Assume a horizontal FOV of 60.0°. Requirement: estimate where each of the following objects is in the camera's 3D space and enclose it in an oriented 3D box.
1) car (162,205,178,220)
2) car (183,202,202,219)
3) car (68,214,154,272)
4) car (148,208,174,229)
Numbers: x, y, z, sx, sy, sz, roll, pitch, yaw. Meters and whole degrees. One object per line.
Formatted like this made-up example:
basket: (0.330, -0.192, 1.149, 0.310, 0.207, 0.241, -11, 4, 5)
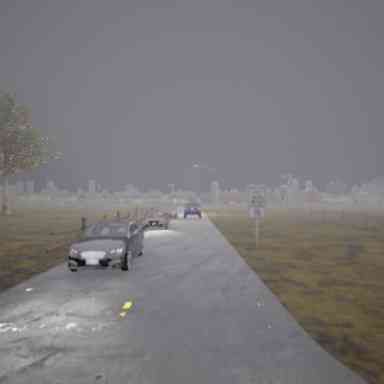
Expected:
car: (-2.744, 2.293, 38.590, 2.097, 1.767, 4.553, -1, -1, 0)
car: (0.075, 2.207, 41.540, 2.150, 2.045, 5.566, -1, -1, 0)
car: (-2.837, 1.778, 11.931, 2.128, 1.511, 4.902, -1, -1, 0)
car: (-2.793, 2.206, 26.547, 1.994, 1.385, 4.181, -1, -1, 0)
